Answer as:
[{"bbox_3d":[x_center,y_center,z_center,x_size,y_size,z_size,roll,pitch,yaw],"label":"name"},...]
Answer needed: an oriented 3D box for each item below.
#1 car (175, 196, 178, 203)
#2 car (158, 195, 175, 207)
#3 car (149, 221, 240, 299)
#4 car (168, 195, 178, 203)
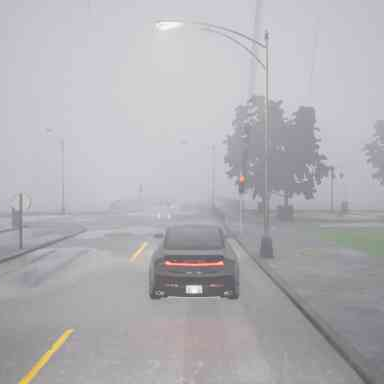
[{"bbox_3d":[-4.100,1.601,60.237,1.895,1.301,4.718,0,0,0],"label":"car"},{"bbox_3d":[-4.120,1.505,50.844,1.837,1.490,4.892,0,0,0],"label":"car"},{"bbox_3d":[0.056,1.505,8.411,1.837,1.490,4.892,0,0,0],"label":"car"},{"bbox_3d":[-4.035,1.500,70.451,1.837,1.490,4.892,0,0,0],"label":"car"}]
